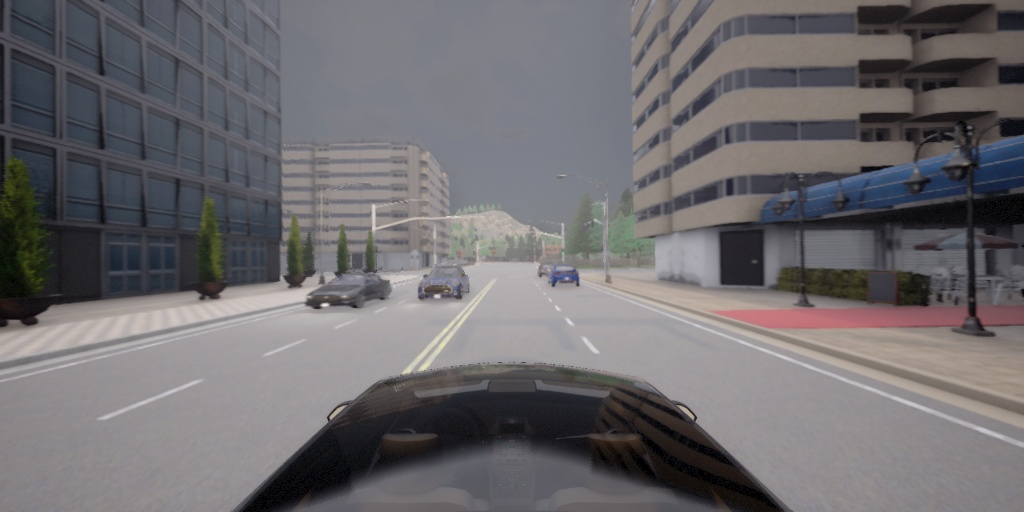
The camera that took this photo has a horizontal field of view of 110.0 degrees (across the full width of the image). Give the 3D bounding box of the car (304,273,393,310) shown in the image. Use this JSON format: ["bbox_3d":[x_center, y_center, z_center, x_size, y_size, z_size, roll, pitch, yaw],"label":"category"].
[{"bbox_3d":[-7.053,1.490,16.227,2.033,1.411,5.357,-1,0,0],"label":"car"}]

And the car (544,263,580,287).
[{"bbox_3d":[3.633,1.343,25.905,1.882,1.535,5.008,-1,-1,1],"label":"car"}]

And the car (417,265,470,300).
[{"bbox_3d":[-3.453,1.294,18.823,2.097,1.767,4.553,-1,0,0],"label":"car"}]

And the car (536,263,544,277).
[{"bbox_3d":[3.665,1.492,38.252,2.033,1.411,5.357,-1,0,1],"label":"car"}]
